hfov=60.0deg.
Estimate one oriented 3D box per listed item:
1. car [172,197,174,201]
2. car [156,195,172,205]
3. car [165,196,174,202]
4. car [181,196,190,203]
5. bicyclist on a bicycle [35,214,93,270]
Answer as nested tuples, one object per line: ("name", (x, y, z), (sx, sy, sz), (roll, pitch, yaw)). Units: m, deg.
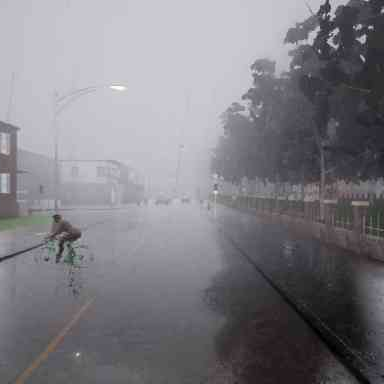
("car", (-5.329, 1.341, 69.446), (2.097, 1.767, 4.553), (1, -1, -1))
("car", (-5.207, 1.352, 58.696), (2.097, 1.767, 4.553), (0, 0, -1))
("car", (-5.643, 1.731, 83.911), (2.128, 1.511, 4.902), (0, 0, -1))
("car", (-1.335, 1.622, 70.356), (1.882, 1.535, 5.008), (0, 0, -1))
("bicyclist on a bicycle", (-3.715, 1.454, 9.618), (1.656, 1.620, 0.582), (-2, 0, -2))
